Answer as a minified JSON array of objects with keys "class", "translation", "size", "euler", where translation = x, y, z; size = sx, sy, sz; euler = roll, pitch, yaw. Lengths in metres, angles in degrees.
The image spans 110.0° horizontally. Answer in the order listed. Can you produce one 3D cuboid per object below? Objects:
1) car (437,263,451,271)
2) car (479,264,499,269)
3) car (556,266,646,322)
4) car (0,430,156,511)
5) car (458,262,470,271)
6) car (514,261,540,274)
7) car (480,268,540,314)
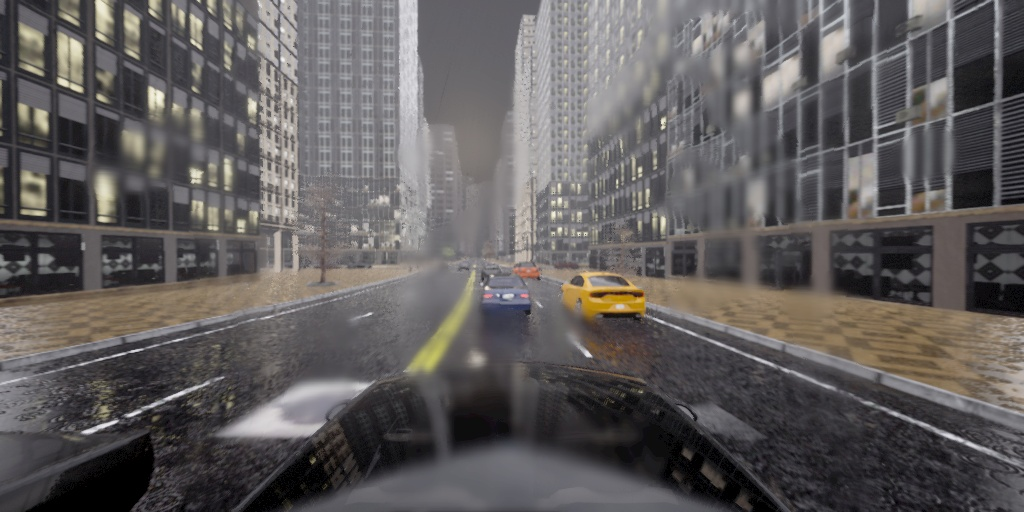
[{"class":"car","translation":[-11.089,1.806,58.693],"size":[1.895,1.301,4.718],"euler":[0,0,-5]},{"class":"car","translation":[-1.999,1.493,33.944],"size":[2.128,1.511,4.902],"euler":[0,0,-6]},{"class":"car","translation":[2.998,1.305,12.750],"size":[1.882,1.535,5.008],"euler":[0,0,-2]},{"class":"car","translation":[-3.317,1.344,0.104],"size":[1.895,1.301,4.718],"euler":[0,0,1]},{"class":"car","translation":[-7.883,1.745,59.339],"size":[2.033,1.411,5.357],"euler":[0,0,-6]},{"class":"car","translation":[1.275,1.342,33.849],"size":[2.097,1.767,4.553],"euler":[0,0,-6]},{"class":"car","translation":[-0.294,1.395,14.236],"size":[2.033,1.411,5.357],"euler":[0,0,-3]}]
